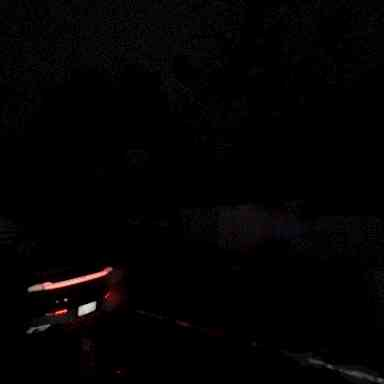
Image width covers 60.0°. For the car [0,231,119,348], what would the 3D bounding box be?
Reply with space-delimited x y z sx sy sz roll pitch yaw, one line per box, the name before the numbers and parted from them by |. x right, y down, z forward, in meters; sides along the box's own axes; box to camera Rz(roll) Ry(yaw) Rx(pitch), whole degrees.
car | -3.541 1.490 6.224 4.902 1.511 2.128 0 0 34
